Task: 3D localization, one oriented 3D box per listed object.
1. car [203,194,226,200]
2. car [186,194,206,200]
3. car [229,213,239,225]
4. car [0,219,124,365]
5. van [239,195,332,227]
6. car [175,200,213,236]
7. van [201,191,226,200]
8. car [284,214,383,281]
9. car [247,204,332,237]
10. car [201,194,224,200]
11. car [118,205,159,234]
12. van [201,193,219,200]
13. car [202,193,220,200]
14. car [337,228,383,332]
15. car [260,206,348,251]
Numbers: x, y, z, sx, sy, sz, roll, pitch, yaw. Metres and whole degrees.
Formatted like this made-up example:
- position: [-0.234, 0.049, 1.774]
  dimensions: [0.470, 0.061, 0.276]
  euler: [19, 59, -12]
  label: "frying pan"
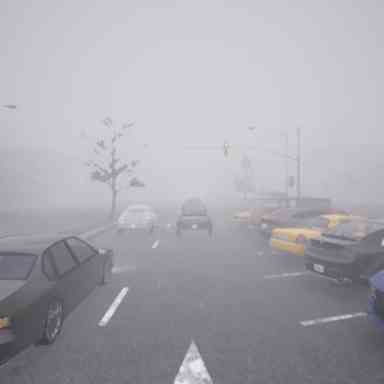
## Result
- position: [5.116, 1.152, 75.355]
  dimensions: [4.674, 1.452, 2.002]
  euler: [1, -1, -20]
  label: "car"
- position: [0.121, 1.271, 38.222]
  dimensions: [2.128, 1.511, 4.902]
  euler: [0, 0, 0]
  label: "car"
- position: [4.911, 1.370, 20.028]
  dimensions: [5.366, 1.575, 1.946]
  euler: [1, 1, -20]
  label: "car"
- position: [-2.896, 1.503, 6.181]
  dimensions: [2.033, 1.411, 5.357]
  euler: [0, 0, 0]
  label: "car"
- position: [4.975, 1.162, 17.068]
  dimensions: [4.442, 1.987, 1.878]
  euler: [1, 1, -20]
  label: "van"
- position: [0.112, 1.385, 17.859]
  dimensions: [2.128, 1.511, 4.902]
  euler: [0, 0, 0]
  label: "car"
- position: [5.012, 0.829, 72.336]
  dimensions: [4.442, 1.987, 1.878]
  euler: [1, -1, -20]
  label: "van"
- position: [5.069, 1.437, 8.165]
  dimensions: [4.892, 1.521, 2.231]
  euler: [1, 0, -20]
  label: "car"
- position: [5.105, 1.434, 14.143]
  dimensions: [4.792, 1.488, 2.163]
  euler: [1, 0, -20]
  label: "car"
- position: [4.951, 1.216, 81.242]
  dimensions: [5.366, 1.575, 1.946]
  euler: [1, -1, -20]
  label: "car"
- position: [-2.893, 1.418, 18.392]
  dimensions: [1.812, 1.442, 4.674]
  euler: [0, 0, -1]
  label: "car"
- position: [5.028, 1.215, 93.180]
  dimensions: [4.442, 1.987, 1.878]
  euler: [1, -1, -20]
  label: "van"
- position: [5.162, 1.263, 90.252]
  dimensions: [4.553, 1.767, 2.185]
  euler: [1, -1, -20]
  label: "car"
- position: [5.079, 1.454, 5.180]
  dimensions: [5.008, 1.535, 2.097]
  euler: [1, 1, -20]
  label: "car"
- position: [5.251, 1.418, 11.213]
  dimensions: [5.366, 1.575, 1.946]
  euler: [1, 0, -20]
  label: "car"
